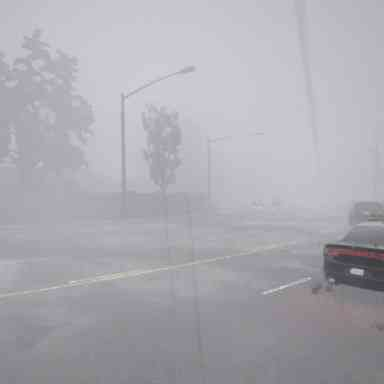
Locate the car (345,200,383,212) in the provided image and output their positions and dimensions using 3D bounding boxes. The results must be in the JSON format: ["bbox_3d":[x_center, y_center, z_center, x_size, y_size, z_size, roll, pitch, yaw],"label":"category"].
[{"bbox_3d":[11.977,1.406,22.483,2.097,1.767,4.553,-1,-1,32],"label":"car"}]

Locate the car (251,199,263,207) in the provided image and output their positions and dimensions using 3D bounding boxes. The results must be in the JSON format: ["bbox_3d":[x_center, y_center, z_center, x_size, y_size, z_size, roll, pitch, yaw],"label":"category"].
[{"bbox_3d":[11.639,1.984,59.503,1.994,1.385,4.181,-1,-1,9],"label":"car"}]

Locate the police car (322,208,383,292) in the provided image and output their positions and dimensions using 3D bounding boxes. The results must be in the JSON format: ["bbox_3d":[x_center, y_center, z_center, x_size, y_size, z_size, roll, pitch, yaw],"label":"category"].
[{"bbox_3d":[5.246,1.433,8.584,5.238,1.638,1.930,0,0,-44],"label":"police car"}]

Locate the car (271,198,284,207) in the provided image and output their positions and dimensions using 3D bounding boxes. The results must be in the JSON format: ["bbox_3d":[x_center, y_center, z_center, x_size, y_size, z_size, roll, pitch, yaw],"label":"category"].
[{"bbox_3d":[15.077,1.850,58.847,1.882,1.535,5.008,-1,-1,9],"label":"car"}]

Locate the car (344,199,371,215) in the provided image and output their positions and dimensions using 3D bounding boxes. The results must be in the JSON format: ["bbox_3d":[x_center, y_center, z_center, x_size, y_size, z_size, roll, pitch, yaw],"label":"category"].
[{"bbox_3d":[18.346,1.633,37.043,1.837,1.490,4.892,0,0,16],"label":"car"}]
